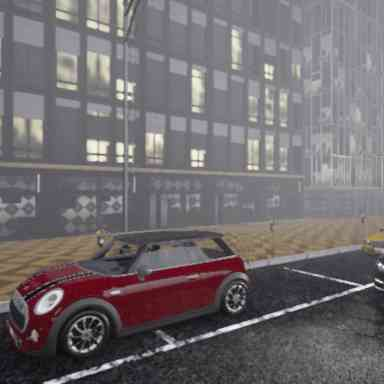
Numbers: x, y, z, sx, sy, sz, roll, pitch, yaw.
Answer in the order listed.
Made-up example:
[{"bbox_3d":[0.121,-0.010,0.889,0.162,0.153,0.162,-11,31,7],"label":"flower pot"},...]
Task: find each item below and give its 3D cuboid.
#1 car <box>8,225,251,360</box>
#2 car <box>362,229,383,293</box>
[{"bbox_3d":[-0.936,1.461,5.905,4.097,1.590,1.967,1,-1,-36],"label":"car"},{"bbox_3d":[6.124,1.571,7.757,4.902,1.511,2.128,1,0,-36],"label":"car"}]
